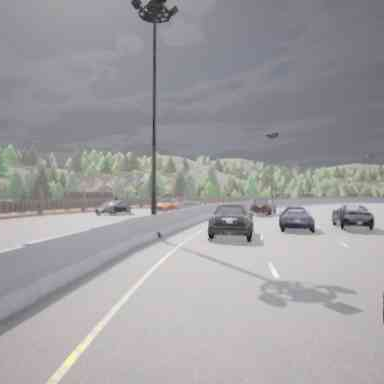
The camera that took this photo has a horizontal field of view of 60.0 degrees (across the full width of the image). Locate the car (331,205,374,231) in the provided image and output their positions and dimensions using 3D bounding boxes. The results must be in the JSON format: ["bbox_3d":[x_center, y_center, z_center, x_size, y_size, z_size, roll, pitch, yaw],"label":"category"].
[{"bbox_3d":[10.249,1.560,21.446,2.128,1.511,4.902,0,0,15],"label":"car"}]

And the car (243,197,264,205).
[{"bbox_3d":[12.969,1.831,69.547,2.128,1.511,4.902,0,-1,42],"label":"car"}]

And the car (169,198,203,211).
[{"bbox_3d":[-0.233,1.598,34.735,1.837,1.490,4.892,0,0,22],"label":"car"}]

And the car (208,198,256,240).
[{"bbox_3d":[2.134,1.396,17.428,2.097,1.767,4.553,0,0,11],"label":"car"}]

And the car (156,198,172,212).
[{"bbox_3d":[-2.842,1.454,37.539,2.097,1.767,4.553,0,0,22],"label":"car"}]

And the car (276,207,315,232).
[{"bbox_3d":[6.524,1.625,20.936,1.994,1.385,4.181,0,0,14],"label":"car"}]

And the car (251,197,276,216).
[{"bbox_3d":[7.466,1.448,34.542,2.097,1.767,4.553,0,0,22],"label":"car"}]

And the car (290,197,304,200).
[{"bbox_3d":[21.740,1.737,68.655,1.837,1.490,4.892,0,-1,45],"label":"car"}]

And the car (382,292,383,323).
[{"bbox_3d":[3.825,1.515,3.269,2.128,1.511,4.902,0,0,3],"label":"car"}]

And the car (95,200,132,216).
[{"bbox_3d":[-7.955,1.569,33.969,2.128,1.511,4.902,0,0,19],"label":"car"}]
